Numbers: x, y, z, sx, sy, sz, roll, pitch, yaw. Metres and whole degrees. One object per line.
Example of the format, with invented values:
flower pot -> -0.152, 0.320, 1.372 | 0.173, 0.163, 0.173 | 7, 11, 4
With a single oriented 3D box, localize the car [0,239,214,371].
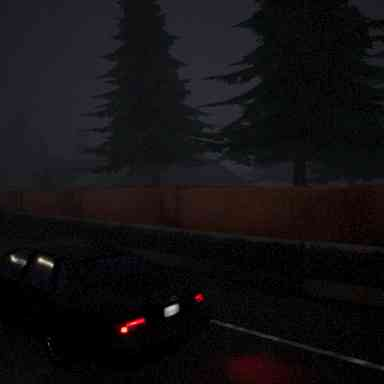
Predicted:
car -> -2.234, 1.559, 5.778 | 5.357, 1.411, 2.033 | 0, 0, 38
